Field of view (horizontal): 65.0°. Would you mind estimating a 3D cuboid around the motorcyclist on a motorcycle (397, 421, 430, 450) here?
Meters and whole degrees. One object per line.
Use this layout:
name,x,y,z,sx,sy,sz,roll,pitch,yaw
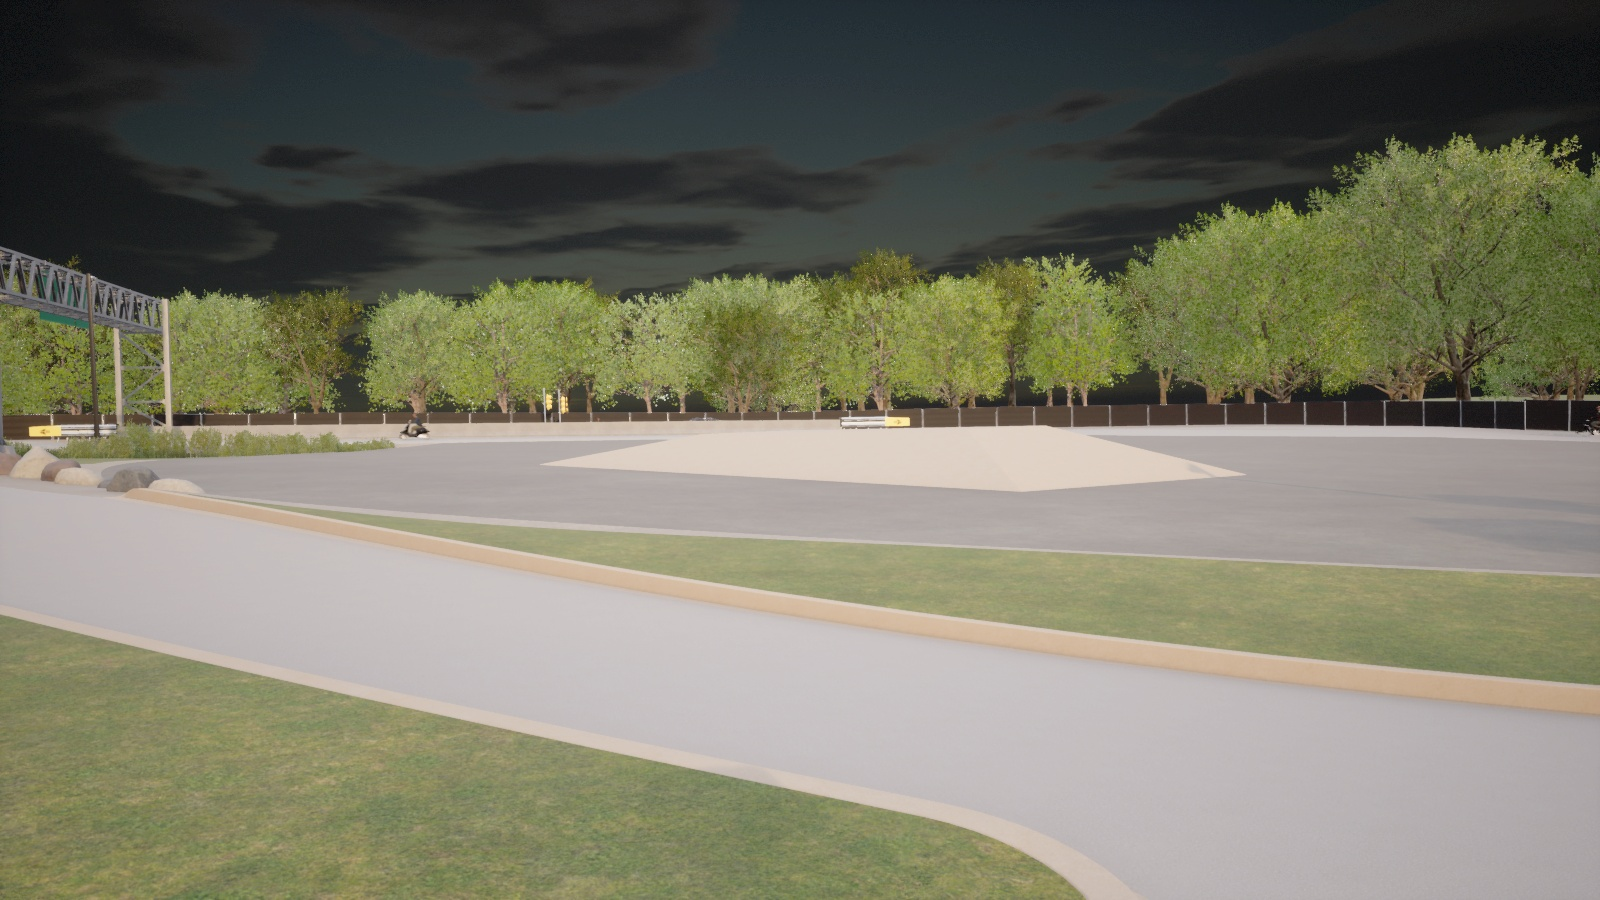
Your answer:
motorcyclist on a motorcycle,-22.907,-0.865,74.465,1.817,1.590,0.866,-2,2,-17
